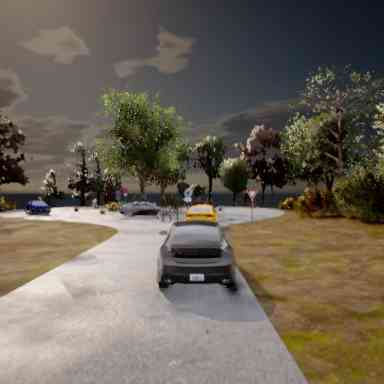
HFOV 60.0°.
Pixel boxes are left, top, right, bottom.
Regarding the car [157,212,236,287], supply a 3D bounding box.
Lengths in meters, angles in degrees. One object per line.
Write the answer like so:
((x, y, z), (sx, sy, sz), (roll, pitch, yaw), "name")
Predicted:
((0.108, 1.552, 9.463), (1.837, 1.490, 4.892), (0, 0, 0), "car")

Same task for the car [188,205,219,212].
((0.716, 1.581, 21.709), (1.882, 1.535, 5.008), (0, 0, 7), "car")

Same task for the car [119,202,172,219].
((-4.274, 1.639, 30.787), (4.902, 1.511, 2.128), (0, 0, -3), "car")

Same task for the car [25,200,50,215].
((-16.905, 1.651, 36.305), (1.882, 1.535, 5.008), (0, 1, -34), "car")
